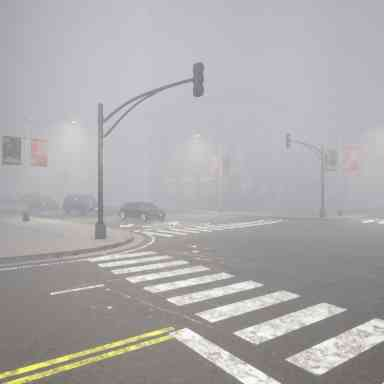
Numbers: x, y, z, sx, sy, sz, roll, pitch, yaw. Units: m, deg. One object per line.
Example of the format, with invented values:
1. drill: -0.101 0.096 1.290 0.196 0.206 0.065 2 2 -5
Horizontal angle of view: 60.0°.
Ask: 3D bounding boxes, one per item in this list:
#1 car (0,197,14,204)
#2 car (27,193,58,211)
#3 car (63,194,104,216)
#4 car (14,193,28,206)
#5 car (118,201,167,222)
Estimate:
1. car: -33.634 1.531 60.996 1.994 1.385 4.181 0 0 -45
2. car: -18.112 1.333 40.576 2.097 1.767 4.553 0 0 -45
3. car: -11.017 1.207 33.459 2.150 2.045 5.566 0 0 -45
4. car: -26.051 1.198 53.403 5.566 2.045 2.150 0 0 45
5. car: -4.004 1.495 26.430 1.837 1.490 4.892 0 0 -44
